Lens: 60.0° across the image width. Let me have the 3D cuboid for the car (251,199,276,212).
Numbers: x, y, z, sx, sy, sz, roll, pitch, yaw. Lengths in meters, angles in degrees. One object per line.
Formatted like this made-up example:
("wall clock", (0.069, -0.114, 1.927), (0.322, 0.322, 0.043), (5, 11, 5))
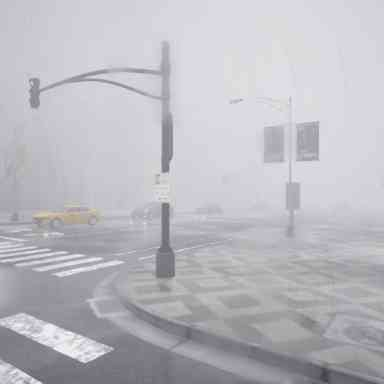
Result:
("car", (10.992, 2.235, 52.078), (1.837, 1.490, 4.892), (0, -1, 35))

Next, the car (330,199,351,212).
("car", (24.501, 2.382, 54.136), (2.128, 1.511, 4.902), (0, -1, 35))

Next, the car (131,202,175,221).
("car", (-3.634, 1.717, 31.544), (2.097, 1.767, 4.553), (0, -1, 35))

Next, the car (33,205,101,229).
("car", (-8.924, 1.710, 24.080), (1.882, 1.535, 5.008), (0, -1, 34))

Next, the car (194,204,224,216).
("car", (2.070, 2.072, 39.605), (1.994, 1.385, 4.181), (0, -1, 35))
